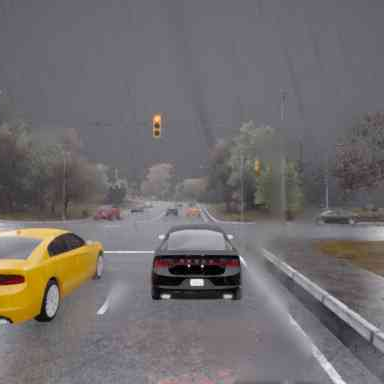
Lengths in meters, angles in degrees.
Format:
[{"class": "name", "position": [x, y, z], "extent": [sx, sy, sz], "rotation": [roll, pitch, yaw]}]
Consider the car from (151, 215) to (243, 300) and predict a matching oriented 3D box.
[{"class": "car", "position": [0.101, 1.567, 8.615], "extent": [1.882, 1.535, 5.008], "rotation": [0, -1, 0]}]

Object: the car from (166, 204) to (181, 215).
[{"class": "car", "position": [-3.287, 3.224, 56.336], "extent": [1.837, 1.490, 4.892], "rotation": [0, -1, 0]}]

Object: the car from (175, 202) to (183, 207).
[{"class": "car", "position": [-3.445, 3.177, 86.827], "extent": [1.994, 1.385, 4.181], "rotation": [0, 0, -3]}]

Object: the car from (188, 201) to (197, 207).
[{"class": "car", "position": [0.072, 3.172, 86.403], "extent": [2.033, 1.411, 5.357], "rotation": [0, 0, -3]}]

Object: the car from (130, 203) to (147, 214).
[{"class": "car", "position": [-10.416, 3.312, 63.493], "extent": [2.033, 1.411, 5.357], "rotation": [0, 0, 1]}]

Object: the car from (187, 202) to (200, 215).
[{"class": "car", "position": [0.211, 3.055, 55.384], "extent": [2.097, 1.767, 4.553], "rotation": [0, -1, 0]}]

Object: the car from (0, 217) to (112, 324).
[{"class": "car", "position": [-3.406, 1.544, 7.373], "extent": [1.882, 1.535, 5.008], "rotation": [0, -1, 0]}]

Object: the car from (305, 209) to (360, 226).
[{"class": "car", "position": [13.329, 2.443, 31.671], "extent": [4.892, 1.490, 1.837], "rotation": [0, -2, -1]}]

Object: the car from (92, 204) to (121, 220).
[{"class": "car", "position": [-10.743, 2.595, 42.267], "extent": [2.150, 2.045, 5.566], "rotation": [0, -2, 5]}]

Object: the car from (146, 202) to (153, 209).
[{"class": "car", "position": [-10.344, 3.186, 78.725], "extent": [1.812, 1.442, 4.674], "rotation": [0, 0, 0]}]
